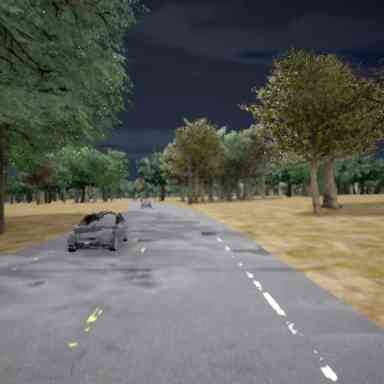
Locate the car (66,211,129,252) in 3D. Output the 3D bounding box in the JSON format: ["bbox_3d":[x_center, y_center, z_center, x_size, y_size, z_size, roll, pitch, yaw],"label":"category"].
[{"bbox_3d":[-3.932,1.629,14.542,1.837,1.490,4.892,0,0,-2],"label":"car"}]

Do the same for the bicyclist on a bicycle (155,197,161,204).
[{"bbox_3d":[-8.325,2.211,85.032,0.582,1.620,1.656,0,-1,-12],"label":"bicyclist on a bicycle"}]

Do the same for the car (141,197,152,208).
[{"bbox_3d":[-7.719,1.962,56.402,1.837,1.490,4.892,0,0,-8],"label":"car"}]
